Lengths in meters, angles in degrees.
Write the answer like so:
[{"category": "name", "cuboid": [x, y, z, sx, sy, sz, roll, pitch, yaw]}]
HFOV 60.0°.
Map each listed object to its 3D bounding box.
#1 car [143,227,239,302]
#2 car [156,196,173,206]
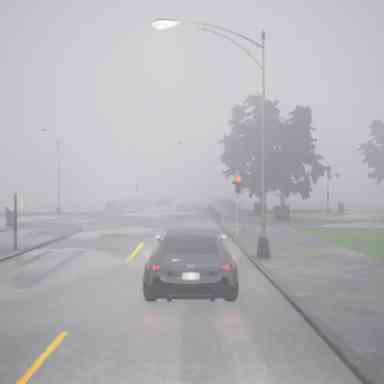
[{"category": "car", "cuboid": [-0.030, 1.568, 8.313, 1.994, 1.385, 4.181, 0, 0, 0]}, {"category": "car", "cuboid": [-4.678, 1.591, 53.847, 1.994, 1.385, 4.181, 0, 0, 0]}]
